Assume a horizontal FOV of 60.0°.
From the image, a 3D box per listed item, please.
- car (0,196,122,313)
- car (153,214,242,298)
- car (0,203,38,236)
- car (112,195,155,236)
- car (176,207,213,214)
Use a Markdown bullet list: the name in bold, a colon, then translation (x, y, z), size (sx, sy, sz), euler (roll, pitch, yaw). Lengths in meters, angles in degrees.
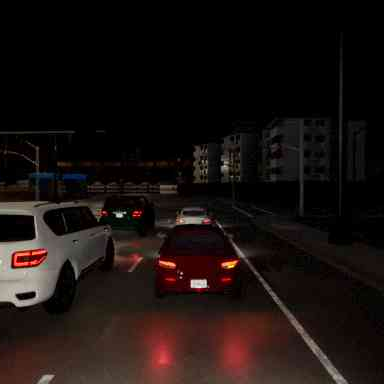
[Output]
- **car**: translation (-3.386, 1.218, 7.772), size (2.150, 2.045, 5.566), euler (0, 0, 0)
- **car**: translation (0.117, 1.521, 8.416), size (1.812, 1.442, 4.674), euler (0, 0, 0)
- **car**: translation (-10.490, 1.429, 18.101), size (1.882, 1.535, 5.008), euler (0, 0, 1)
- **car**: translation (-3.359, 1.179, 18.131), size (2.150, 2.045, 5.566), euler (0, 0, 0)
- **car**: translation (0.108, 1.490, 17.503), size (1.812, 1.442, 4.674), euler (0, 0, 1)
